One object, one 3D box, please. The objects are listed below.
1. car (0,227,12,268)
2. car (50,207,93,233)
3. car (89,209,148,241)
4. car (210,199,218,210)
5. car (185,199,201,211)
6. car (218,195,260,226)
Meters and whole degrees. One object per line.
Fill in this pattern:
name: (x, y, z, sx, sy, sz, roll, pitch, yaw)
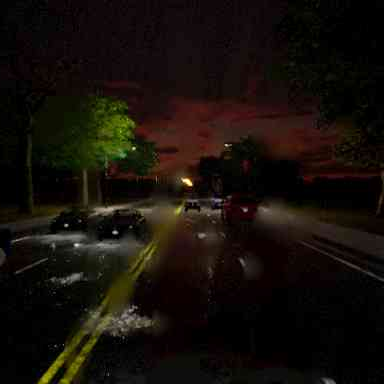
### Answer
car: (-6.548, 1.473, 8.309, 1.882, 1.535, 5.008, 0, 0, 0)
car: (-6.571, 1.553, 19.371, 1.994, 1.385, 4.181, 0, 0, 0)
car: (-3.334, 1.555, 16.376, 1.994, 1.385, 4.181, 0, 0, 0)
car: (3.346, 1.546, 42.607, 1.994, 1.385, 4.181, 0, 0, 0)
car: (0.094, 1.529, 40.580, 2.033, 1.411, 5.357, 0, 0, 0)
car: (3.348, 1.212, 23.537, 2.150, 2.045, 5.566, 0, 0, 0)
